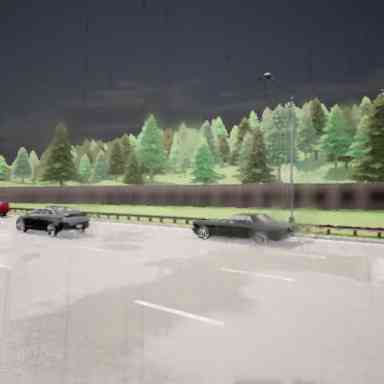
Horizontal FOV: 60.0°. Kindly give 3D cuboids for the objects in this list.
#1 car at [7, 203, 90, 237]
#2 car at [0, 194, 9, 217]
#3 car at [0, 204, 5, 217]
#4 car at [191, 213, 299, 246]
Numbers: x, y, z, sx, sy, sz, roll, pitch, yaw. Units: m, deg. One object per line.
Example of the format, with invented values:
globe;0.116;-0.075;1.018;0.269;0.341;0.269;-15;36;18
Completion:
car;-7.594;1.490;18.007;4.902;1.511;2.128;0;0;35
car;-18.847;1.219;30.331;5.566;2.045;2.150;0;0;35
car;-11.685;1.476;16.627;5.008;1.535;1.882;0;0;36
car;2.287;1.600;15.258;4.718;1.301;1.895;0;0;36
